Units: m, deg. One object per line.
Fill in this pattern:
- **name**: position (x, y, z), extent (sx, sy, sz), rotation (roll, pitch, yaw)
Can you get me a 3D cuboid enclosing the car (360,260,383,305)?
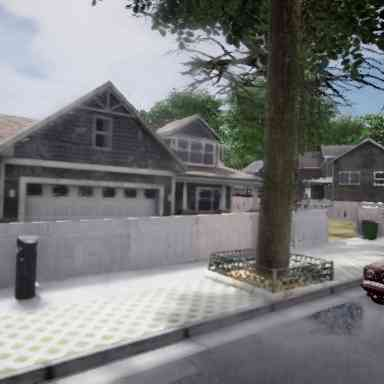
- **car**: position (5.598, 1.659, 7.062), extent (4.718, 1.301, 1.895), rotation (0, 0, -35)
